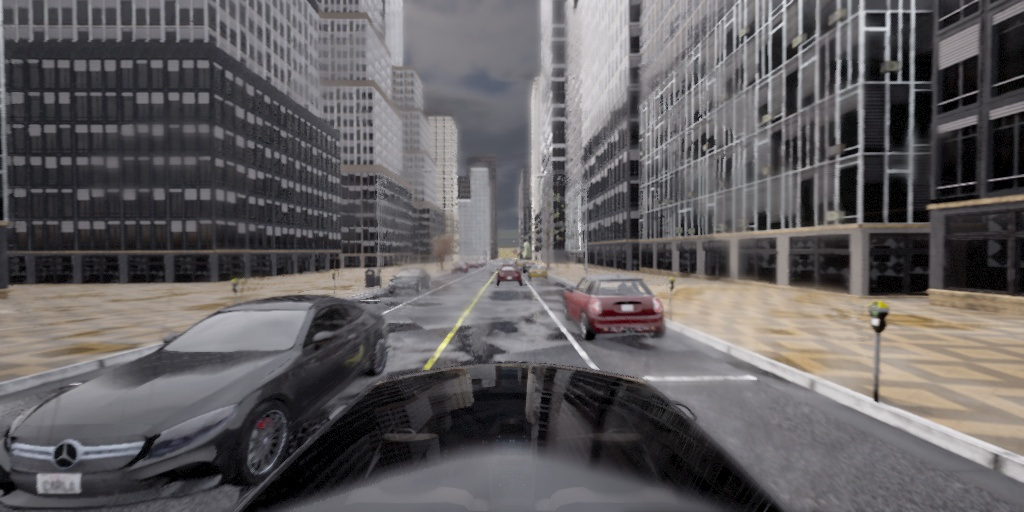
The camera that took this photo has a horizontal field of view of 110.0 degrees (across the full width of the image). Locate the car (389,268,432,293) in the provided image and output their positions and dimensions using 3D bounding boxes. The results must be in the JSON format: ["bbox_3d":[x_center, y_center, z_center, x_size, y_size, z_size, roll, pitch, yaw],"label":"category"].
[{"bbox_3d":[-5.911,1.393,21.202,2.007,1.370,4.403,0,0,-1],"label":"car"}]

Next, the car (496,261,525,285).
[{"bbox_3d":[-0.205,1.361,27.330,1.812,1.442,4.674,0,0,-1],"label":"car"}]

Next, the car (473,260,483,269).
[{"bbox_3d":[-6.407,1.536,60.573,1.888,1.381,4.507,0,0,-1],"label":"car"}]

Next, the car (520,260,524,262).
[{"bbox_3d":[2.186,1.449,43.805,1.948,1.339,4.313,0,0,-1],"label":"car"}]

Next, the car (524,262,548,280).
[{"bbox_3d":[2.326,1.367,32.728,1.751,1.417,4.829,0,0,-1],"label":"car"}]

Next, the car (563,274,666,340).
[{"bbox_3d":[2.611,1.204,10.059,1.967,1.591,4.097,0,0,-1],"label":"car"}]

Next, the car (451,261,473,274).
[{"bbox_3d":[-6.195,1.364,43.700,1.967,1.591,4.097,0,0,-1],"label":"car"}]

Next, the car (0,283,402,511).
[{"bbox_3d":[-3.115,1.301,4.773,1.812,1.442,4.674,0,0,-1],"label":"car"}]
